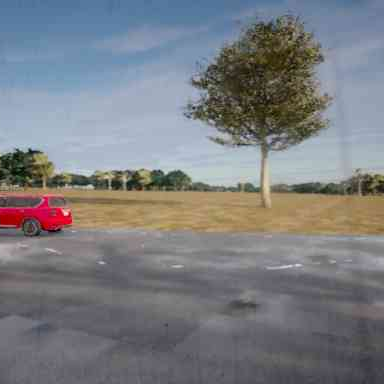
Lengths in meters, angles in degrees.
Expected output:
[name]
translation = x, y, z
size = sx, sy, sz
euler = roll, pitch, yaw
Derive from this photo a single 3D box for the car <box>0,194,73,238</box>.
[car]
translation = -8.719, 1.102, 16.438
size = 5.566, 2.045, 2.150
euler = 1, 0, 8
